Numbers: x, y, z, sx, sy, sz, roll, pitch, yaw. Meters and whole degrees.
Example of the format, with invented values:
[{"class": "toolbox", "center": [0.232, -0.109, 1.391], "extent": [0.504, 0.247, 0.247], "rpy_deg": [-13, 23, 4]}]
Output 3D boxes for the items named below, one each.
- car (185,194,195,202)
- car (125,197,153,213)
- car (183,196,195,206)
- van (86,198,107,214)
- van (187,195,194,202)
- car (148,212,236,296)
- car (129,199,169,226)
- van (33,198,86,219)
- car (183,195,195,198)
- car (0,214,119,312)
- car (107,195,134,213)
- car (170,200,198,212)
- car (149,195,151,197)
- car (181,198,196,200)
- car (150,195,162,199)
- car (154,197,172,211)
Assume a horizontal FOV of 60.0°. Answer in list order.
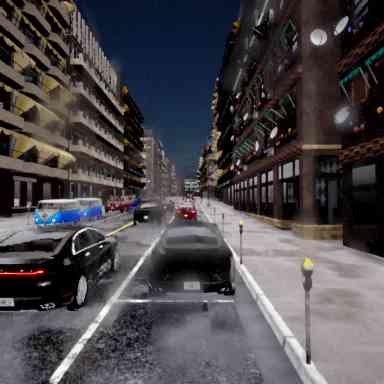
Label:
[{"class": "car", "center": [-0.469, 1.521, 81.536], "extent": [2.192, 1.841, 5.009], "rpy_deg": [1, 0, 0]}, {"class": "car", "center": [-5.848, 1.575, 37.243], "extent": [1.812, 1.442, 4.674], "rpy_deg": [0, 0, 0]}, {"class": "car", "center": [-0.470, 1.553, 59.411], "extent": [1.967, 1.590, 4.097], "rpy_deg": [1, 0, 0]}, {"class": "van", "center": [-8.312, 1.368, 26.285], "extent": [1.690, 1.788, 3.998], "rpy_deg": [1, 0, 0]}, {"class": "van", "center": [-0.470, 1.575, 87.068], "extent": [1.690, 1.788, 3.998], "rpy_deg": [1, 0, 0]}, {"class": "car", "center": [0.000, 1.509, 8.653], "extent": [1.837, 1.490, 4.892], "rpy_deg": [0, 0, 0]}, {"class": "car", "center": [-2.945, 1.500, 23.868], "extent": [1.882, 1.535, 5.008], "rpy_deg": [0, 0, 0]}, {"class": "van", "center": [-8.311, 1.359, 20.753], "extent": [1.690, 1.788, 3.998], "rpy_deg": [2, 0, 0]}, {"class": "car", "center": [-0.427, 1.490, 37.286], "extent": [1.967, 1.590, 4.097], "rpy_deg": [1, 0, 0]}, {"class": "car", "center": [-3.020, 1.511, 7.784], "extent": [1.837, 1.490, 4.892], "rpy_deg": [0, 0, 0]}, {"class": "car", "center": [-8.312, 1.365, 37.346], "extent": [2.192, 1.841, 5.009], "rpy_deg": [1, 0, 0]}, {"class": "car", "center": [-0.437, 1.572, 26.224], "extent": [1.887, 1.381, 4.507], "rpy_deg": [1, 0, 0]}, {"class": "car", "center": [-8.319, 1.660, 53.938], "extent": [1.947, 1.339, 4.313], "rpy_deg": [1, 0, 0]}, {"class": "car", "center": [-0.437, 1.582, 31.754], "extent": [1.887, 1.381, 4.507], "rpy_deg": [1, 0, 0]}, {"class": "car", "center": [-8.314, 1.471, 70.528], "extent": [2.192, 1.841, 5.009], "rpy_deg": [1, 0, 0]}, {"class": "car", "center": [-2.946, 1.617, 38.542], "extent": [1.994, 1.385, 4.181], "rpy_deg": [0, 0, 0]}]
